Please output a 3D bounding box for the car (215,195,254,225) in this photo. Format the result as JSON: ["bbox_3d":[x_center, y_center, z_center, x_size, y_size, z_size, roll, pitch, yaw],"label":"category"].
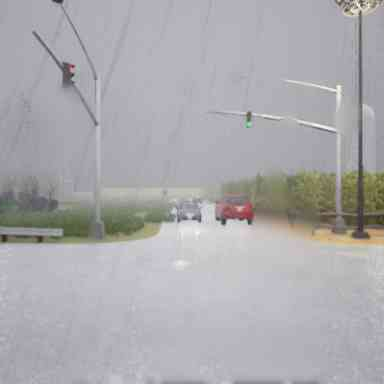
[{"bbox_3d":[2.995,1.240,24.342,2.150,2.045,5.566,0,0,-3],"label":"car"}]

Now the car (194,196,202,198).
[{"bbox_3d":[0.990,1.471,65.709,1.882,1.535,5.008,0,0,-3],"label":"car"}]

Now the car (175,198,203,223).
[{"bbox_3d":[-0.269,1.510,25.719,2.128,1.511,4.902,0,0,-3],"label":"car"}]

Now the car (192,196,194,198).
[{"bbox_3d":[-1.085,1.514,43.365,1.837,1.490,4.892,0,-1,-2],"label":"car"}]
